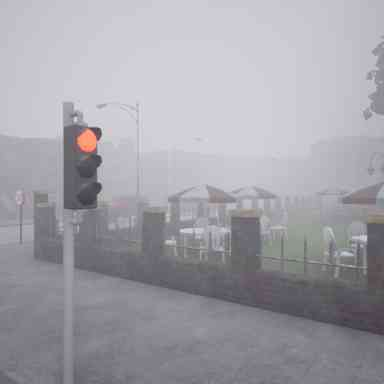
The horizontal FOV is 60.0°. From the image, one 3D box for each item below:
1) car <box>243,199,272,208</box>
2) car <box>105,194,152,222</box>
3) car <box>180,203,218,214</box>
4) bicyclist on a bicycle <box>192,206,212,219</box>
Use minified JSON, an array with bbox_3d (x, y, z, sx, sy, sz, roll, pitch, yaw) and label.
[{"bbox_3d":[8.875,1.528,45.586,4.674,1.442,1.812,-1,0,-27],"label":"car"},{"bbox_3d":[-5.660,1.221,27.075,2.150,2.045,5.566,0,0,35],"label":"car"},{"bbox_3d":[0.782,1.224,36.281,2.150,2.045,5.566,0,0,34],"label":"car"},{"bbox_3d":[0.664,1.340,21.467,1.656,1.620,0.582,0,0,36],"label":"bicyclist on a bicycle"}]
